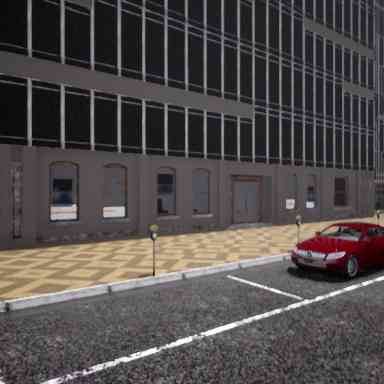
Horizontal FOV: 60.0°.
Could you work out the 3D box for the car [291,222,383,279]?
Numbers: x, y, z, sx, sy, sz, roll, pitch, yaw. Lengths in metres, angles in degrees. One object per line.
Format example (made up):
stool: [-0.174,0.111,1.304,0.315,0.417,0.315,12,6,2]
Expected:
car: [4.782,1.578,9.989,4.206,1.307,1.802,0,0,-36]
